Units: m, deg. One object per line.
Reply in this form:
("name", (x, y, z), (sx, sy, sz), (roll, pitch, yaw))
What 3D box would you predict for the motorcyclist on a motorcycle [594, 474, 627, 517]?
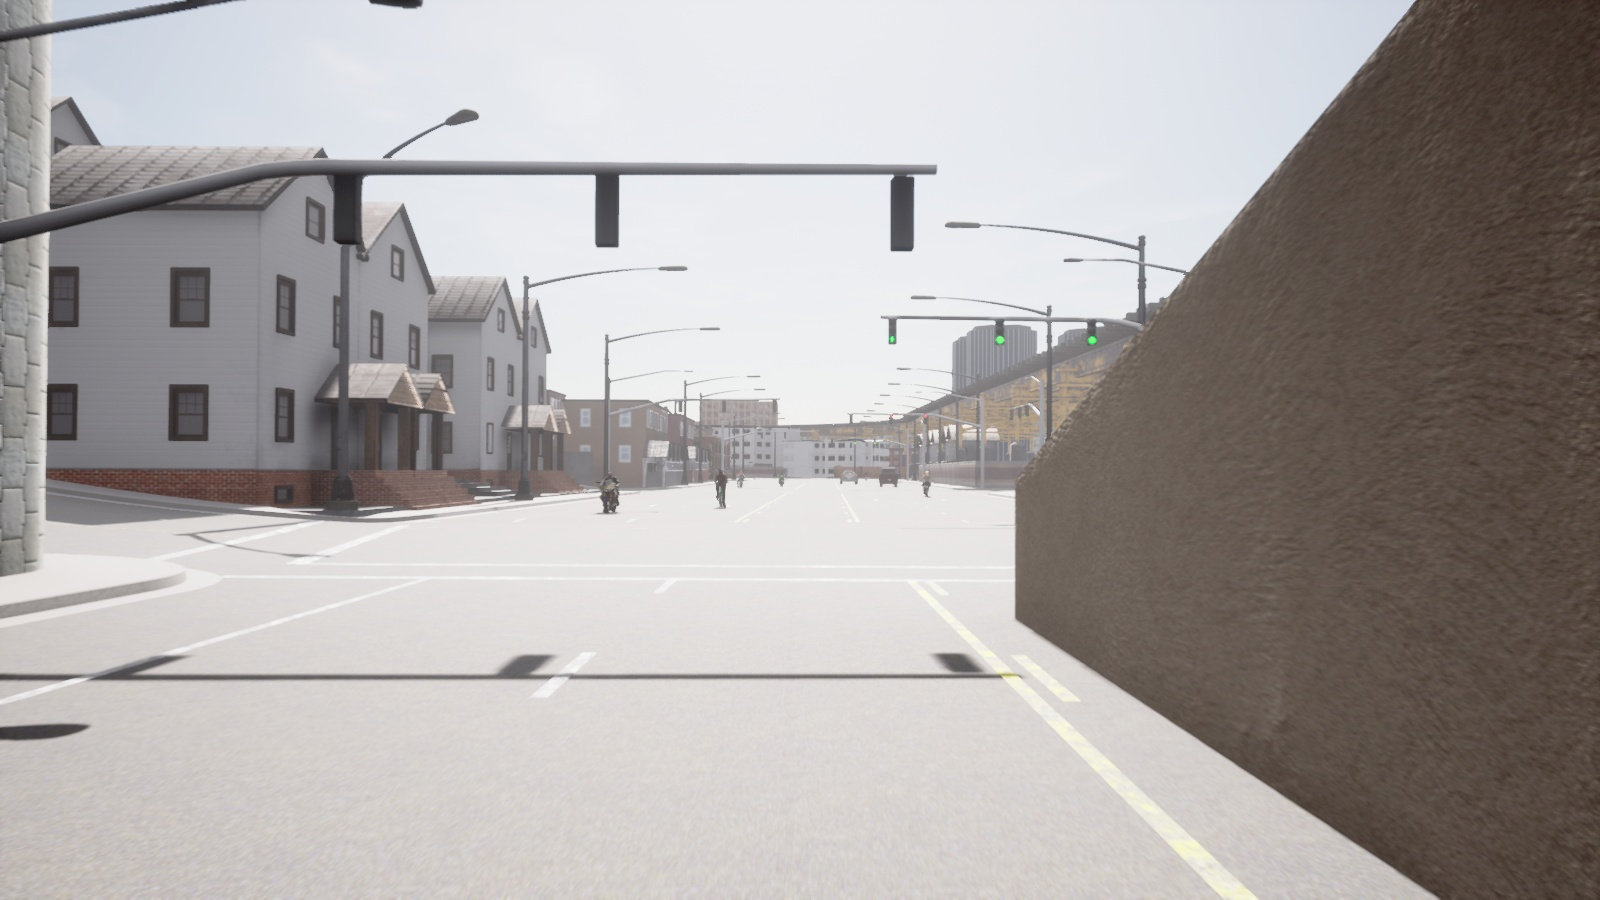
("motorcyclist on a motorcycle", (-6.926, 1.648, 46.045), (0.866, 1.530, 2.191), (0, -1, 0))
